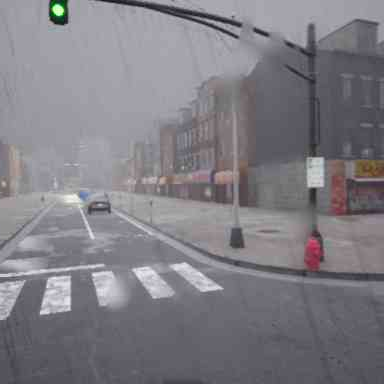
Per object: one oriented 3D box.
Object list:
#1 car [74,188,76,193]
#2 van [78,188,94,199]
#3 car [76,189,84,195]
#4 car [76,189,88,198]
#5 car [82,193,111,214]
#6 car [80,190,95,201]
[{"bbox_3d":[-19.205,0.151,58.635,2.192,1.841,5.009,-2,2,-20],"label":"car"},{"bbox_3d":[-13.426,0.465,42.846,1.690,1.788,3.998,-2,2,-20],"label":"van"},{"bbox_3d":[-26.901,0.046,79.696,1.802,1.307,4.206,-2,2,-20],"label":"car"},{"bbox_3d":[-21.127,0.181,63.903,1.967,1.590,4.097,-2,2,-20],"label":"car"},{"bbox_3d":[-7.642,0.988,27.062,1.947,1.339,4.313,-2,2,-20],"label":"car"},{"bbox_3d":[-9.628,0.844,32.484,1.752,1.417,4.829,-2,2,-20],"label":"car"}]
